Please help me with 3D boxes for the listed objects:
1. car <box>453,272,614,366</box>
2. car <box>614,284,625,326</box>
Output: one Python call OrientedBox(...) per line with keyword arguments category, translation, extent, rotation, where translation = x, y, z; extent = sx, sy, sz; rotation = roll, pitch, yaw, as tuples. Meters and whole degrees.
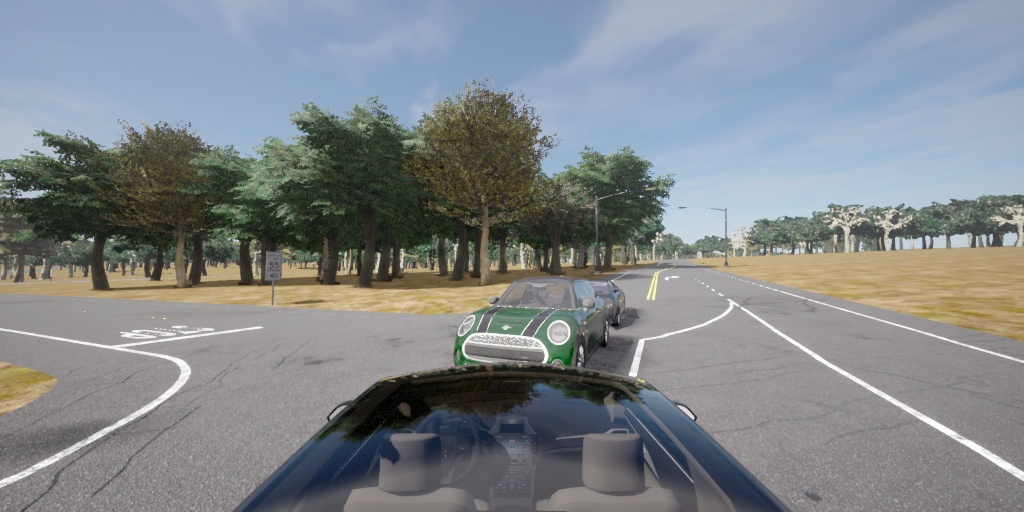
OrientedBox(category="car", translation=(0.686, 1.222, 7.422), extent=(2.097, 1.767, 4.553), rotation=(-1, -2, 22))
OrientedBox(category="car", translation=(2.913, 1.554, 12.854), extent=(1.994, 1.385, 4.181), rotation=(-2, 0, 22))
